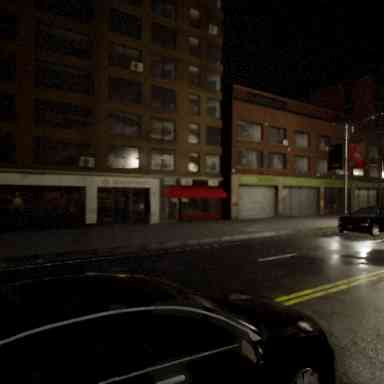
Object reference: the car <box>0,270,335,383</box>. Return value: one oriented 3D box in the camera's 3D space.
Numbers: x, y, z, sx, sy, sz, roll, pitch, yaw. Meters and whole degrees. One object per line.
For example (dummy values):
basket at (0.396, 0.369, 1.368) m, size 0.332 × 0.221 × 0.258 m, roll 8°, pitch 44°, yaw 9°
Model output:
car at (-0.689, 1.508, 2.948) m, size 4.892 × 1.490 × 1.837 m, roll 1°, pitch -1°, yaw -35°

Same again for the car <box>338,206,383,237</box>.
car at (10.307, 1.580, 18.904) m, size 5.008 × 1.535 × 1.882 m, roll 1°, pitch 0°, yaw -35°
